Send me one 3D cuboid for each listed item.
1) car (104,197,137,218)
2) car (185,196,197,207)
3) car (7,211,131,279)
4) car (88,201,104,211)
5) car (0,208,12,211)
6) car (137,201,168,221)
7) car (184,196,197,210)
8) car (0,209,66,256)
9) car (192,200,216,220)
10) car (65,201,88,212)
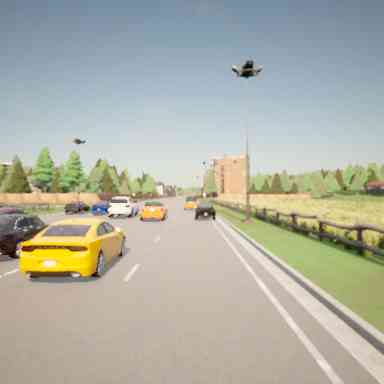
[{"bbox_3d":[-6.909,1.538,33.901,2.150,2.045,5.566,0,0,0],"label":"car"},{"bbox_3d":[-0.156,1.811,63.717,2.150,2.045,5.566,0,-1,0],"label":"car"},{"bbox_3d":[-3.399,1.575,10.427,1.882,1.535,5.008,0,0,0],"label":"car"},{"bbox_3d":[-10.435,1.846,39.625,1.882,1.535,5.008,0,0,0],"label":"car"},{"bbox_3d":[-10.397,1.651,18.607,1.882,1.535,5.008,0,0,0],"label":"car"},{"bbox_3d":[-3.403,1.636,30.649,2.097,1.767,4.553,0,-1,0],"label":"car"},{"bbox_3d":[-0.079,1.823,50.752,2.097,1.767,4.553,0,-1,0],"label":"car"},{"bbox_3d":[-6.897,1.628,13.015,1.837,1.490,4.892,0,0,0],"label":"car"},{"bbox_3d":[1.228,1.771,31.520,1.882,1.535,5.008,0,-1,0],"label":"car"},{"bbox_3d":[-13.940,1.870,40.637,2.128,1.511,4.902,0,0,0],"label":"car"}]
